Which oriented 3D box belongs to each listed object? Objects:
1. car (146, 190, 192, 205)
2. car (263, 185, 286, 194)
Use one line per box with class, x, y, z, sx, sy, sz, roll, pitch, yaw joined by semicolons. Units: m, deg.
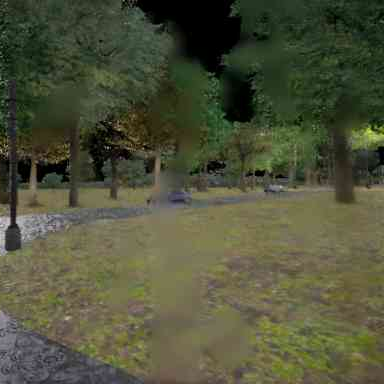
car;-2.203;0.484;33.500;2.033;1.411;5.357;-1;2;38
car;13.408;-0.470;53.623;2.033;1.411;5.357;-1;2;38
